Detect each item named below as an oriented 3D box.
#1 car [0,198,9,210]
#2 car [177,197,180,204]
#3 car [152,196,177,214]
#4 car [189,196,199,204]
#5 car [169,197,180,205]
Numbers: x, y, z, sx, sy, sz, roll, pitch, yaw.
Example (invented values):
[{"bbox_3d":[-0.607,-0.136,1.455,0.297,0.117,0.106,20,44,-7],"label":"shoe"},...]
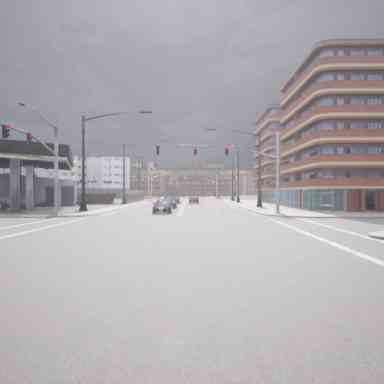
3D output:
[{"bbox_3d":[-23.943,1.454,39.422,3.806,1.475,1.970,0,0,1],"label":"car"},{"bbox_3d":[-3.136,1.349,45.364,2.097,1.767,4.553,0,0,0],"label":"car"},{"bbox_3d":[-3.076,1.490,35.230,2.128,1.511,4.902,0,0,0],"label":"car"},{"bbox_3d":[0.345,1.488,63.731,2.128,1.511,4.902,0,0,0],"label":"car"},{"bbox_3d":[-3.210,1.598,61.943,1.895,1.301,4.718,0,0,0],"label":"car"}]
